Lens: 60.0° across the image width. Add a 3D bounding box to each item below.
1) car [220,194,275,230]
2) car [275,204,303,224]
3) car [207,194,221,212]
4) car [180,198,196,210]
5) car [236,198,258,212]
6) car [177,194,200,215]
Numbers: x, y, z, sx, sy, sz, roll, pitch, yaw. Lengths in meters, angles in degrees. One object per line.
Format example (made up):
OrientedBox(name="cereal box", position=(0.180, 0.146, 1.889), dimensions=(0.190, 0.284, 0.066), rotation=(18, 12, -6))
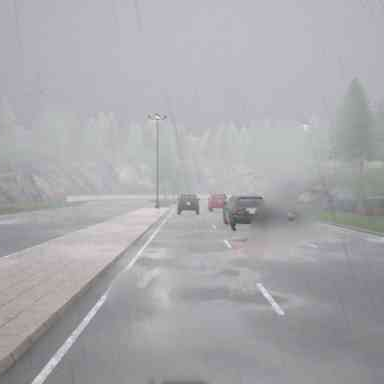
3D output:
OrientedBox(name="car", position=(3.307, 1.220, 21.131), dimensions=(2.150, 2.045, 5.566), rotation=(0, 0, -1))
OrientedBox(name="car", position=(6.759, 1.562, 24.941), dimensions=(1.994, 1.385, 4.181), rotation=(0, 0, -1))
OrientedBox(name="car", position=(3.072, 1.217, 39.566), dimensions=(2.150, 2.045, 5.566), rotation=(0, 0, -1))
OrientedBox(name="car", position=(-0.485, 1.546, 44.513), dimensions=(2.033, 1.411, 5.357), rotation=(0, 0, 0))
OrientedBox(name="car", position=(6.560, 1.502, 40.464), dimensions=(1.837, 1.490, 4.892), rotation=(0, 0, -1))
OrientedBox(name="car", position=(-0.367, 1.220, 34.337), dimensions=(2.150, 2.045, 5.566), rotation=(0, 0, 0))
